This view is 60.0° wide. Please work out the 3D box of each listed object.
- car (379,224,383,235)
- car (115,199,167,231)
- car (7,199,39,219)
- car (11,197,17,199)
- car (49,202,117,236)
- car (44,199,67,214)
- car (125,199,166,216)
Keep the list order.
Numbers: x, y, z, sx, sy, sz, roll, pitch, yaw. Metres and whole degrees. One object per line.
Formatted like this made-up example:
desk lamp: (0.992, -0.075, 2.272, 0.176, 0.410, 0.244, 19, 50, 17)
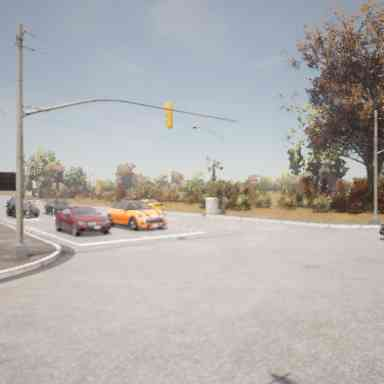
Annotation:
car: (11.022, 1.548, 14.040, 2.033, 1.411, 5.357, 0, 0, -39)
car: (-3.483, 1.353, 20.794, 2.097, 1.767, 4.553, 0, 0, -39)
car: (-15.083, 1.564, 29.632, 1.994, 1.385, 4.181, 0, 0, -39)
car: (-25.766, 1.537, 48.707, 1.812, 1.442, 4.674, 0, 0, -39)
car: (-6.210, 1.526, 18.575, 1.812, 1.442, 4.674, 0, 0, -39)
car: (-13.211, 1.504, 32.892, 1.837, 1.490, 4.892, 0, 0, -39)
car: (-4.800, 1.486, 33.750, 1.882, 1.535, 5.008, 0, 0, -39)
